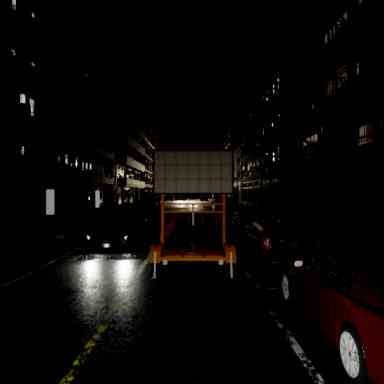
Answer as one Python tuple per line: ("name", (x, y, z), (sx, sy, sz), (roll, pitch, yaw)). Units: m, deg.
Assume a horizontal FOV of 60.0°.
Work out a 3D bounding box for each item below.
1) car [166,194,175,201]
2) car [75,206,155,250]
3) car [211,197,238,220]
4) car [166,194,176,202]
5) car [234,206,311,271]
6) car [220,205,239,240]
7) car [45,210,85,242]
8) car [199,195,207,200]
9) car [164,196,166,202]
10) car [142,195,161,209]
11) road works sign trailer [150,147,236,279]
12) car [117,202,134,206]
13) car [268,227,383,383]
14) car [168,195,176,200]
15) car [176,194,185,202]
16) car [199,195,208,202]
("car", (-5.503, 1.415, 84.152), (1.967, 1.590, 4.097), (0, 0, 0))
("car", (-3.066, 1.547, 14.587), (2.033, 1.411, 5.357), (0, 0, 0))
("car", (2.754, 1.312, 27.766), (2.192, 1.841, 5.009), (0, 0, 0))
("car", (-5.515, 1.293, 78.516), (2.192, 1.841, 5.009), (0, 0, 0))
("car", (2.716, 1.440, 10.858), (1.967, 1.590, 4.097), (0, 0, 0))
("car", (2.728, 1.550, 16.493), (2.008, 1.369, 4.403), (0, 0, 0))
("car", (-5.653, 1.565, 16.515), (1.947, 1.339, 4.313), (0, 0, 0))
("car", (2.890, 1.517, 89.766), (1.887, 1.381, 4.507), (0, 0, 0))
("car", (-5.577, 1.305, 50.335), (2.192, 1.841, 5.009), (0, 0, 0))
("car", (-5.591, 1.432, 44.698), (1.967, 1.590, 4.097), (0, 0, 0))
("road works sign trailer", (0.037, 0.464, 10.013), (2.380, 3.560, 2.880), (0, 0, 0))
("car", (-5.628, 1.523, 27.618), (1.752, 1.417, 4.829), (0, 0, 0))
("car", (2.703, 1.545, 5.221), (1.887, 1.381, 4.507), (0, 0, 0))
("car", (-5.491, 1.517, 89.789), (1.887, 1.381, 4.507), (0, 0, 0))
("car", (-2.826, 1.198, 79.116), (2.150, 2.045, 5.566), (0, 0, 0))
("car", (2.865, 1.503, 78.664), (1.752, 1.417, 4.829), (0, 0, 0))
